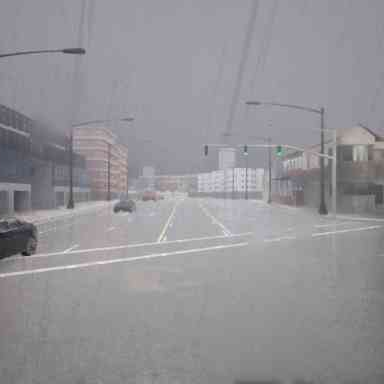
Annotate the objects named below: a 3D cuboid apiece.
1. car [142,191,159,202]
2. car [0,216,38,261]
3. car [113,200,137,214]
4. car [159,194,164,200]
[{"bbox_3d":[-7.758,0.787,60.370,2.150,2.045,5.566,0,0,-1],"label":"car"},{"bbox_3d":[-6.559,1.532,10.374,2.128,1.511,4.902,0,0,-1],"label":"car"},{"bbox_3d":[-7.177,1.536,36.074,2.033,1.411,5.357,0,1,-1],"label":"car"},{"bbox_3d":[-8.370,1.365,85.790,2.128,1.511,4.902,0,-1,-1],"label":"car"}]
